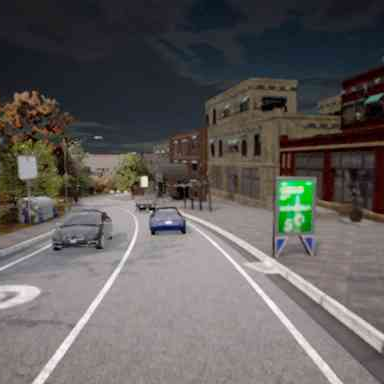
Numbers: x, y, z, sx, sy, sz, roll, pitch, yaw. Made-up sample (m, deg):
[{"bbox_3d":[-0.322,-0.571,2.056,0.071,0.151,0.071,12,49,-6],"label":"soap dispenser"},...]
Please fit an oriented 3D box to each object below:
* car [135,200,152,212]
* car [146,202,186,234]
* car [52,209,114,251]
[{"bbox_3d":[-5.416,1.591,38.225,1.895,1.301,4.718,-2,0,-15],"label":"car"},{"bbox_3d":[-1.479,1.540,19.234,1.994,1.385,4.181,-1,0,-8],"label":"car"},{"bbox_3d":[-4.519,1.531,14.353,1.837,1.490,4.892,0,0,-6],"label":"car"}]
